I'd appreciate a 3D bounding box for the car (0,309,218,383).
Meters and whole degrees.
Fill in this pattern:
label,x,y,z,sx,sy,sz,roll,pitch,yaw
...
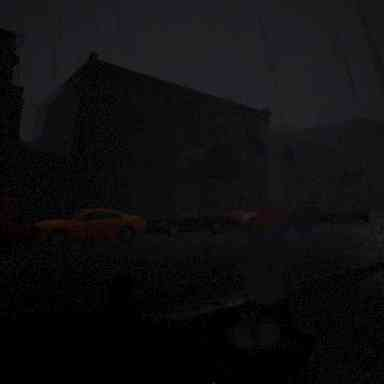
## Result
label,x,y,z,sx,sy,sz,roll,pitch,yaw
car,-2.035,1.470,1.989,5.008,1.535,1.882,1,-1,-36

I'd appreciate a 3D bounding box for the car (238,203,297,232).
label,x,y,z,sx,sy,sz,roll,pitch,yaw
car,4.326,1.520,21.694,4.553,1.767,2.185,1,0,-36

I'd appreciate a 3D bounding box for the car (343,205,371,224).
label,x,y,z,sx,sy,sz,roll,pitch,yaw
car,13.382,1.820,28.188,4.674,1.452,2.002,1,0,-36

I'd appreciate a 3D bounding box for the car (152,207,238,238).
label,x,y,z,sx,sy,sz,roll,pitch,yaw
car,-0.186,1.579,18.460,4.892,1.521,2.231,1,0,-36

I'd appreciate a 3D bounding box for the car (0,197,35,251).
label,x,y,z,sx,sy,sz,roll,pitch,yaw
car,-9.089,1.194,12.075,5.566,2.045,2.435,1,0,-36

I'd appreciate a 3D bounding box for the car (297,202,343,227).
label,x,y,z,sx,sy,sz,roll,pitch,yaw
car,8.816,1.587,24.913,4.553,1.767,2.185,1,0,-36

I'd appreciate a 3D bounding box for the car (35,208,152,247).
label,x,y,z,sx,sy,sz,roll,pitch,yaw
car,-4.676,1.511,15.239,5.008,1.535,2.097,1,0,-36
